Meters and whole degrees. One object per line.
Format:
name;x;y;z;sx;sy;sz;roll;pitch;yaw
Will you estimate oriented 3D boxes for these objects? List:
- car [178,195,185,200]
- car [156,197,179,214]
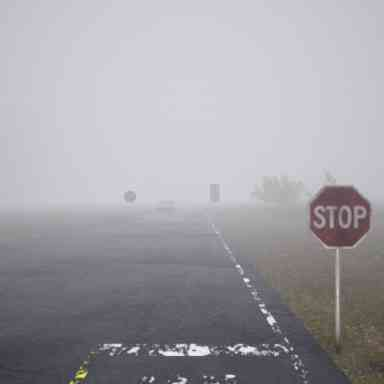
car;-2.576;1.499;79.697;1.882;1.535;5.008;0;0;0
car;-2.674;1.515;35.271;1.882;1.535;5.008;0;0;0
